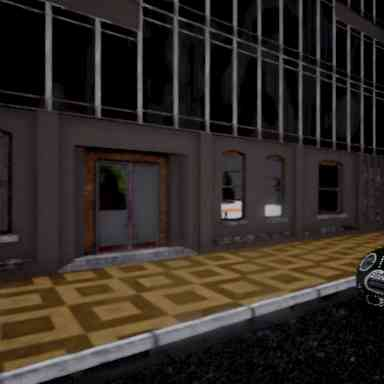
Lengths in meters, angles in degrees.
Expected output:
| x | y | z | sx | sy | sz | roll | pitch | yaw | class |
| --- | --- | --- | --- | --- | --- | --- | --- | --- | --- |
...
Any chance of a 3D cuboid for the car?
| x | y | z | sx | sy | sz | roll | pitch | yaw | class |
| --- | --- | --- | --- | --- | --- | --- | --- | --- | --- |
| 5.391 | 1.364 | 6.862 | 4.553 | 1.767 | 2.097 | 0 | 0 | -35 | car |
